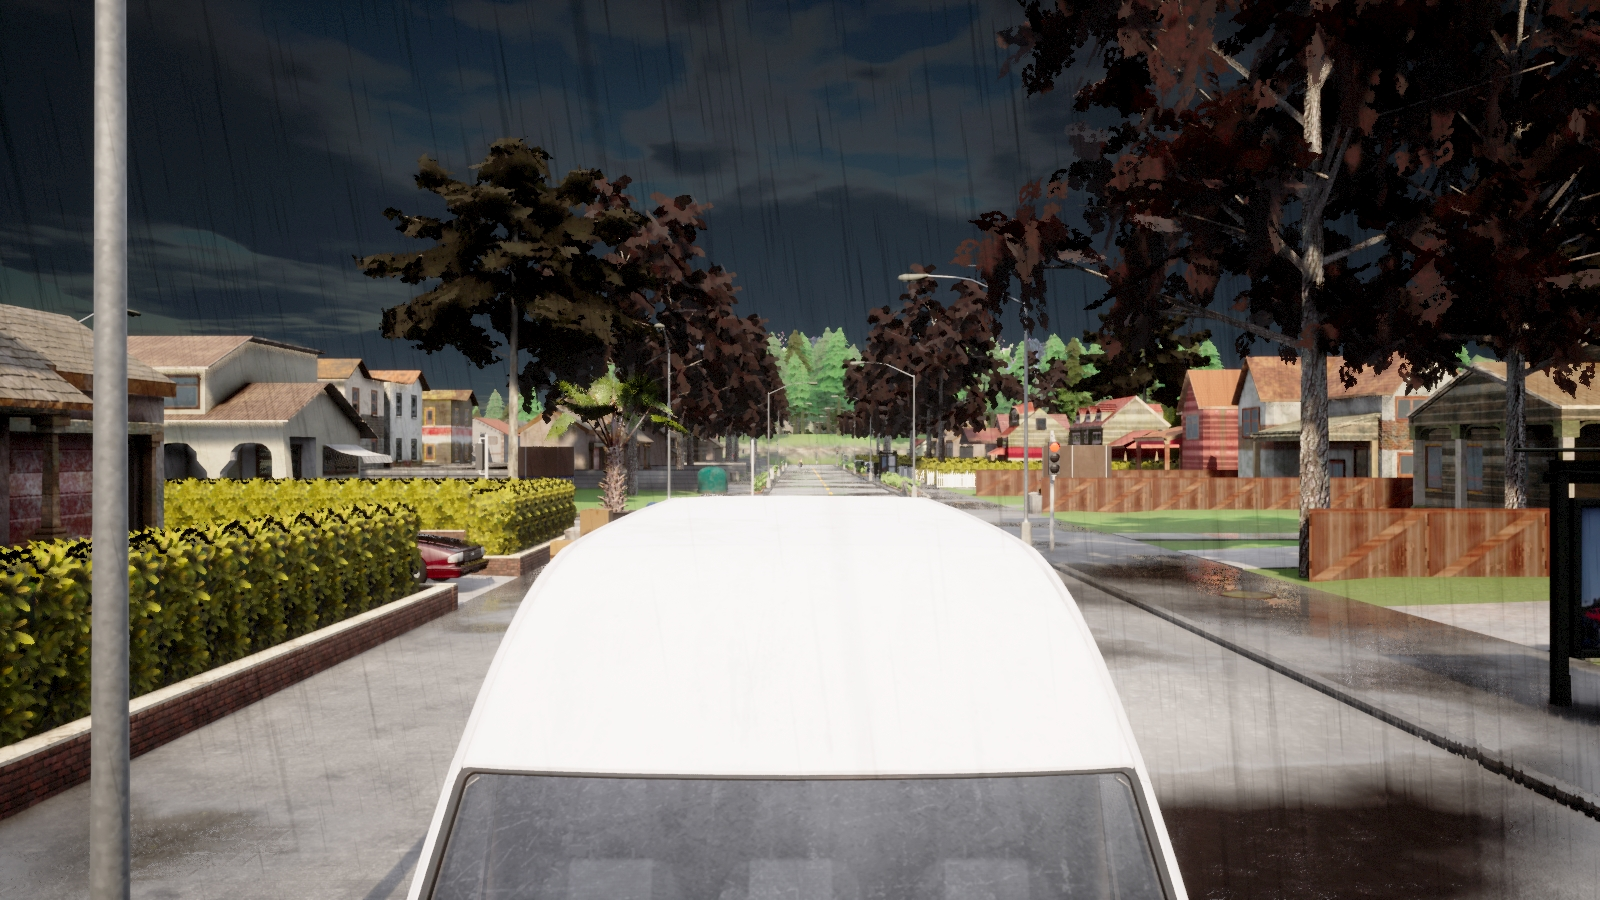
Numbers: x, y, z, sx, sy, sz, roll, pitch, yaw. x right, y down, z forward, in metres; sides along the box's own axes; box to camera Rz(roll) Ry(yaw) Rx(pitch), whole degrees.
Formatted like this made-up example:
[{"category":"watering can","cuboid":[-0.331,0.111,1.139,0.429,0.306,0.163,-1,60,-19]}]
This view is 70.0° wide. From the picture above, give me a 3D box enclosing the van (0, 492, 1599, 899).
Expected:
[{"category":"van","cuboid":[0.002,1.537,4.030,1.988,2.561,5.915,0,0,0]}]
